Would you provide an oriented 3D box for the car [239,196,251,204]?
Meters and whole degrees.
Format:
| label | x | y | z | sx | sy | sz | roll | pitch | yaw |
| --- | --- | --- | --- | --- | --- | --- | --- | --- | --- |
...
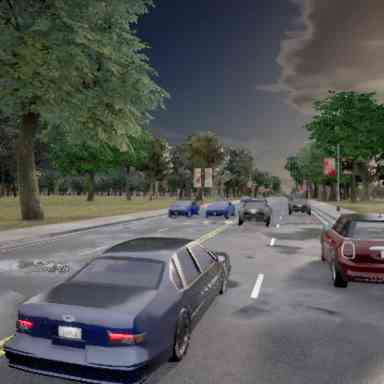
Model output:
| label | x | y | z | sx | sy | sz | roll | pitch | yaw |
| --- | --- | --- | --- | --- | --- | --- | --- | --- | --- |
| car | 11.069 | 1.599 | 69.265 | 1.882 | 1.535 | 5.008 | 0 | 0 | 16 |

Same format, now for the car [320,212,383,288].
| label | x | y | z | sx | sy | sz | roll | pitch | yaw |
| --- | --- | --- | --- | --- | --- | --- | --- | --- | --- |
| car | 4.790 | 1.352 | 9.114 | 2.097 | 1.767 | 4.553 | 0 | 0 | 16 |

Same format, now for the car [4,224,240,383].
| label | x | y | z | sx | sy | sz | roll | pitch | yaw |
| --- | --- | --- | --- | --- | --- | --- | --- | --- | --- |
| car | -0.600 | 1.548 | 5.960 | 2.033 | 1.411 | 5.357 | 0 | 0 | 16 |

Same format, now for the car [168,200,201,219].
| label | x | y | z | sx | sy | sz | roll | pitch | yaw |
| --- | --- | --- | --- | --- | --- | --- | --- | --- | --- |
| car | -0.606 | 1.480 | 29.772 | 1.882 | 1.535 | 5.008 | 0 | 0 | 16 |

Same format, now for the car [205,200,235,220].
| label | x | y | z | sx | sy | sz | roll | pitch | yaw |
| --- | --- | --- | --- | --- | --- | --- | --- | --- | --- |
| car | 2.526 | 1.481 | 28.903 | 1.882 | 1.535 | 5.008 | 0 | 0 | 16 |

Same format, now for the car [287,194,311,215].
| label | x | y | z | sx | sy | sz | roll | pitch | yaw |
| --- | --- | --- | --- | --- | --- | --- | --- | --- | --- |
| car | 10.957 | 1.365 | 33.961 | 2.097 | 1.767 | 4.553 | 0 | 0 | 17 |

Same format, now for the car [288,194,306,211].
| label | x | y | z | sx | sy | sz | roll | pitch | yaw |
| --- | --- | --- | --- | --- | --- | --- | --- | --- | --- |
| car | 13.771 | 1.257 | 43.789 | 2.150 | 2.045 | 5.566 | 0 | 0 | 16 |

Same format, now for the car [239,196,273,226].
| label | x | y | z | sx | sy | sz | roll | pitch | yaw |
| --- | --- | --- | --- | --- | --- | --- | --- | --- | --- |
| car | 4.666 | 1.353 | 23.930 | 2.097 | 1.767 | 4.553 | 0 | 0 | 16 |

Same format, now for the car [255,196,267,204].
| label | x | y | z | sx | sy | sz | roll | pitch | yaw |
| --- | --- | --- | --- | --- | --- | --- | --- | --- | --- |
| car | 14.188 | 1.647 | 68.350 | 2.128 | 1.511 | 4.902 | 0 | 0 | 16 |
